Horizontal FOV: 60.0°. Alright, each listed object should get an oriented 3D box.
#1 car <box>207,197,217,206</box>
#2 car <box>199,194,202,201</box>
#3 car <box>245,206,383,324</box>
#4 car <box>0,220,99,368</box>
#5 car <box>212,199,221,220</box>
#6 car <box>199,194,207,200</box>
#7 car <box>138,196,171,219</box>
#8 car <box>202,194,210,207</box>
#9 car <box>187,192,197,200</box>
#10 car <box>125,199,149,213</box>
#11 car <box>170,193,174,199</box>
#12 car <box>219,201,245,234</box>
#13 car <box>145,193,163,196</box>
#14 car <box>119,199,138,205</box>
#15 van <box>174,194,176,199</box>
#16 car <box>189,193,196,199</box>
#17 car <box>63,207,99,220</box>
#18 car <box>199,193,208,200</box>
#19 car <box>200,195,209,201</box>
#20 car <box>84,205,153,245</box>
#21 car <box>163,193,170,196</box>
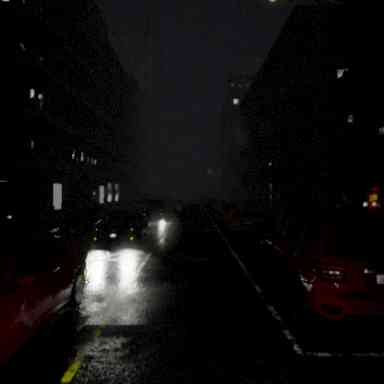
[{"bbox_3d":[2.696,1.424,29.197,2.008,1.369,4.403,0,0,0],"label":"car"},{"bbox_3d":[2.701,1.298,62.484,1.887,1.381,4.507,0,0,0],"label":"car"},{"bbox_3d":[2.692,1.284,7.001,2.192,1.841,5.009,0,0,0],"label":"car"},{"bbox_3d":[-3.095,1.455,4.997,1.882,1.535,5.008,0,0,0],"label":"car"},{"bbox_3d":[2.695,1.442,23.649,1.887,1.381,4.507,0,0,0],"label":"car"},{"bbox_3d":[2.705,1.268,84.679,1.947,1.339,4.313,0,0,0],"label":"car"},{"bbox_3d":[-3.078,1.355,28.357,1.882,1.535,5.008,0,0,0],"label":"car"},{"bbox_3d":[2.699,1.348,45.841,1.887,1.381,4.507,0,0,0],"label":"car"},{"bbox_3d":[0.016,0.925,82.072,2.150,2.045,5.566,0,0,0],"label":"car"},{"bbox_3d":[-5.684,1.431,34.748,1.802,1.307,4.206,0,0,0],"label":"car"},{"bbox_3d":[-5.678,1.041,73.583,2.192,1.841,5.009,0,0,0],"label":"car"},{"bbox_3d":[2.694,1.446,18.270,1.752,1.417,4.829,0,0,0],"label":"car"},{"bbox_3d":[-5.681,1.118,45.841,2.192,1.841,5.009,0,0,0],"label":"car"},{"bbox_3d":[-5.685,1.399,29.029,1.752,1.417,4.829,0,0,0],"label":"car"},{"bbox_3d":[-5.676,1.043,84.680,1.690,1.788,3.998,0,0,0],"label":"van"},{"bbox_3d":[0.018,1.025,92.464,1.882,1.535,5.008,0,0,0],"label":"car"},{"bbox_3d":[-5.686,1.487,18.102,1.947,1.339,4.313,0,0,0],"label":"car"},{"bbox_3d":[2.704,1.154,79.130,1.967,1.590,4.097,0,0,0],"label":"car"},{"bbox_3d":[2.703,1.292,73.583,1.947,1.339,4.313,0,0,0],"label":"car"},{"bbox_3d":[-3.103,1.499,14.975,1.994,1.385,4.181,0,0,-1],"label":"car"},{"bbox_3d":[-5.679,1.304,62.486,2.008,1.369,4.403,0,0,0],"label":"car"}]
